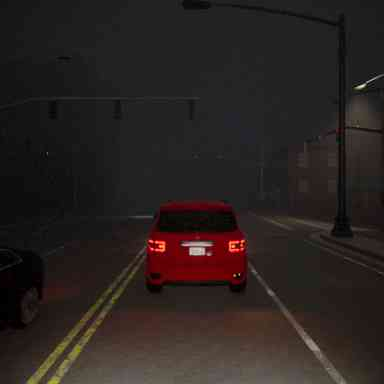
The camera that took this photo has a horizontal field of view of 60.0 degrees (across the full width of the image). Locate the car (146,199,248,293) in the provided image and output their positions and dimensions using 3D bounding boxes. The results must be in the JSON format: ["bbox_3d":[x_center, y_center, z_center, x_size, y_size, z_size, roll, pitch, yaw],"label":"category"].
[{"bbox_3d":[0.095,1.221,9.015,2.150,2.045,5.566,0,0,0],"label":"car"}]

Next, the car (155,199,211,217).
[{"bbox_3d":[-0.750,1.442,29.802,4.892,1.490,1.837,0,0,1],"label":"car"}]

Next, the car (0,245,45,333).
[{"bbox_3d":[-3.598,1.491,4.153,2.128,1.511,4.902,0,0,0],"label":"car"}]
